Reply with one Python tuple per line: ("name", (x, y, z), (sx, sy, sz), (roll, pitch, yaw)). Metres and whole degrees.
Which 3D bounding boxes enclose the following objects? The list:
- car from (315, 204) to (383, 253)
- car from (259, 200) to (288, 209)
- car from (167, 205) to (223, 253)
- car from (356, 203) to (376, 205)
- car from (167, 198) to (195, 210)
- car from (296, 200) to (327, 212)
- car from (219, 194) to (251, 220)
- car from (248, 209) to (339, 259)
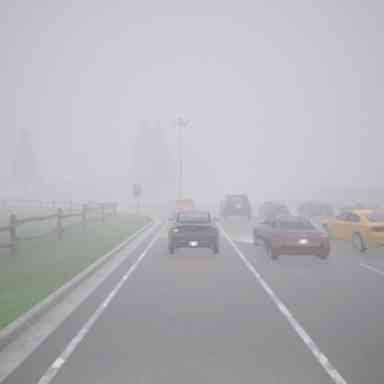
("car", (7.074, 1.469, 13.739), (1.882, 1.535, 5.008), (0, 0, 0))
("car", (7.078, 1.489, 29.116), (1.837, 1.490, 4.892), (0, 1, 0))
("car", (0.073, 1.496, 13.690), (1.837, 1.490, 4.892), (0, 0, 0))
("car", (14.069, 1.584, 27.577), (1.895, 1.301, 4.718), (0, 0, 0))
("car", (-0.892, 1.334, 28.617), (2.097, 1.767, 4.553), (0, 0, -12))
("car", (10.576, 1.475, 29.011), (2.128, 1.511, 4.902), (0, 0, 0))
("car", (3.571, 1.207, 27.960), (2.150, 2.045, 5.566), (0, 0, 0))
("car", (3.568, 1.555, 12.605), (1.994, 1.385, 4.181), (0, 0, 0))
